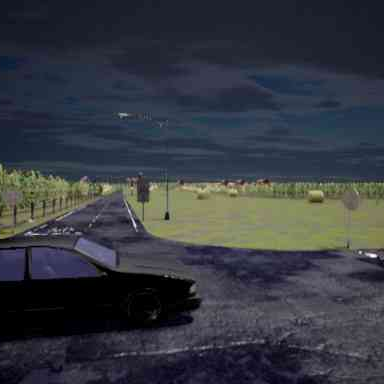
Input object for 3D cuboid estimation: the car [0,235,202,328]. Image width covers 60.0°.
[{"bbox_3d":[-2.580,1.516,5.907,5.357,1.411,2.033,0,1,-13],"label":"car"}]
